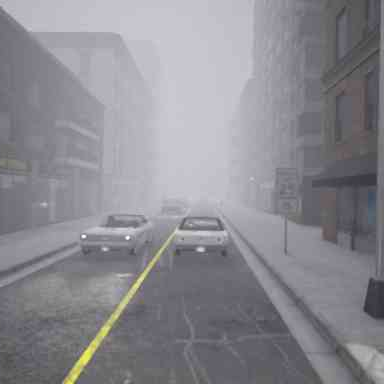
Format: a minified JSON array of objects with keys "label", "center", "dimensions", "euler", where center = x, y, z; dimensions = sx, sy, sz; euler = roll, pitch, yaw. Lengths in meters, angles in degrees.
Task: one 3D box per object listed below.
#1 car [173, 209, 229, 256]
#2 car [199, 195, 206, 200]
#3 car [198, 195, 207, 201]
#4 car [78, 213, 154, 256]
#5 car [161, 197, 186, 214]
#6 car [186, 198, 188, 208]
[{"label":"car","center":[0.366,1.596,13.139],"dimensions":[1.895,1.301,4.718],"euler":[1,0,2]},{"label":"car","center":[2.807,1.416,89.996],"dimensions":[1.994,1.385,4.181],"euler":[1,0,2]},{"label":"car","center":[2.486,1.530,79.933],"dimensions":[1.994,1.385,4.181],"euler":[1,0,2]},{"label":"car","center":[-2.741,1.537,12.951],"dimensions":[1.895,1.301,4.718],"euler":[1,0,2]},{"label":"car","center":[-1.983,1.411,34.028],"dimensions":[1.882,1.535,5.008],"euler":[1,0,2]},{"label":"car","center":[-1.531,1.450,47.908],"dimensions":[1.882,1.535,5.008],"euler":[1,0,2]}]
